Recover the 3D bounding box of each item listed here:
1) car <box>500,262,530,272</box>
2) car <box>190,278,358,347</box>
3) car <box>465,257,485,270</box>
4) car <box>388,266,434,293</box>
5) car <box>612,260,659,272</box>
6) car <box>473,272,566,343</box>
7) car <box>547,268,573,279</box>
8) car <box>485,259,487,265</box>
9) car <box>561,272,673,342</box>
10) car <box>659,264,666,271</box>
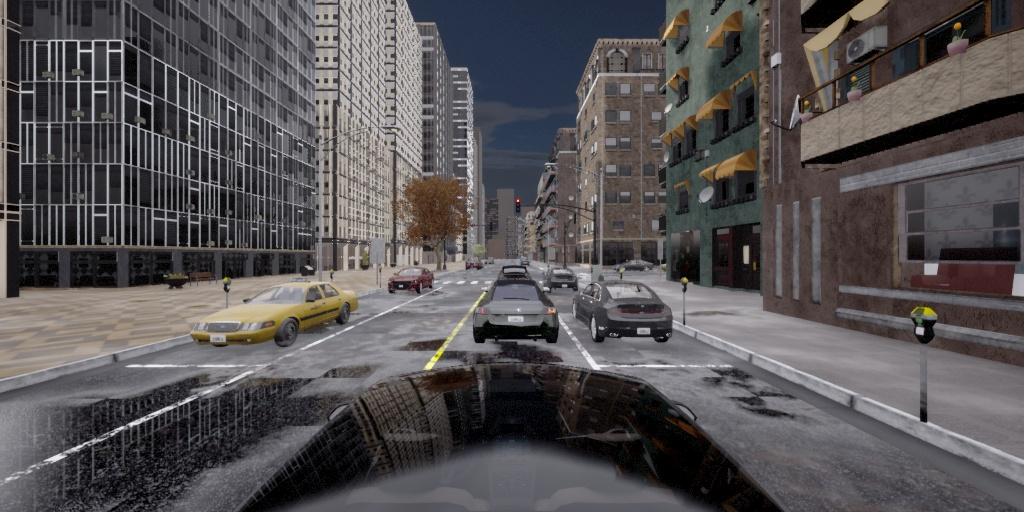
[{"bbox_3d":[0.116,1.259,19.708,1.837,1.490,4.892,0,0,-1],"label":"car"},{"bbox_3d":[-5.686,1.276,9.346,1.751,1.417,4.829,0,0,0],"label":"car"},{"bbox_3d":[-5.659,1.098,52.969,2.192,1.841,5.009,0,0,0],"label":"car"},{"bbox_3d":[-5.679,1.299,20.582,1.888,1.381,4.507,0,0,0],"label":"car"},{"bbox_3d":[13.459,1.108,39.985,4.403,1.370,2.007,0,0,-1],"label":"car"},{"bbox_3d":[0.092,1.315,9.659,1.994,1.385,4.181,0,0,0],"label":"car"},{"bbox_3d":[2.701,1.305,20.576,2.007,1.370,4.403,0,0,0],"label":"car"},{"bbox_3d":[-5.655,1.356,58.492,1.948,1.339,4.313,0,0,0],"label":"car"},{"bbox_3d":[2.694,1.301,9.510,2.007,1.370,4.403,0,0,0],"label":"car"},{"bbox_3d":[18.857,1.006,40.037,4.829,1.417,1.751,0,0,-1],"label":"car"}]
